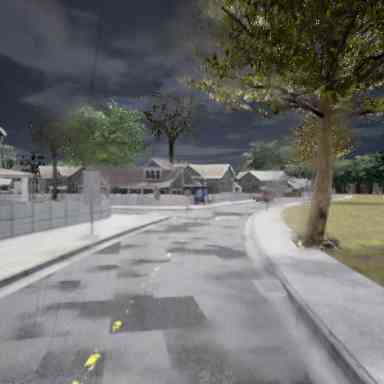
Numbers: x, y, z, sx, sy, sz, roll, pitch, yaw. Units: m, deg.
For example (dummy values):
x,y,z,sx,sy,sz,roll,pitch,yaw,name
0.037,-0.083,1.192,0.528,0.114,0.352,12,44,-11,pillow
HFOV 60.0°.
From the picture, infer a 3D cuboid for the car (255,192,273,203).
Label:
x,y,z,sx,sy,sz,roll,pitch,yaw,name
13.622,0.977,62.272,2.150,2.045,5.566,2,3,30,car
